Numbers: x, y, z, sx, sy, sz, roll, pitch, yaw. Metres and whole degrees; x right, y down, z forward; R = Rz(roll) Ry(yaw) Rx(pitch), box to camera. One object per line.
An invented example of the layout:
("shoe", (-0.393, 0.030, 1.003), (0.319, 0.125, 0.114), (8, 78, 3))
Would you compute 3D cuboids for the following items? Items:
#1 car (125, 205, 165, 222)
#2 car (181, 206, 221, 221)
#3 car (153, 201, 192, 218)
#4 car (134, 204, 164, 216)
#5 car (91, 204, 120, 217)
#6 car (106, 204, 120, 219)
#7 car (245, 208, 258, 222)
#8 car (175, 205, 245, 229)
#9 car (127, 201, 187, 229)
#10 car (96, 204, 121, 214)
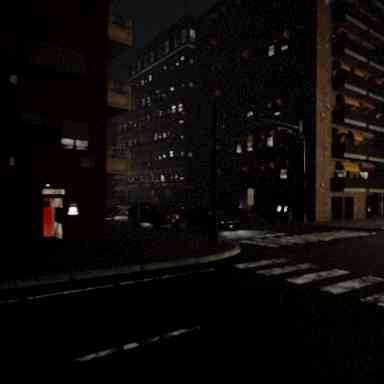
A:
("car", (-4.701, 2.053, 32.624), (1.837, 1.490, 4.892), (1, -1, -37))
("car", (0.890, 2.166, 34.998), (1.947, 1.339, 4.313), (0, -1, -36))
("car", (-2.420, 1.985, 39.479), (2.192, 1.841, 5.009), (0, -1, -36))
("car", (-5.726, 2.290, 43.955), (2.008, 1.369, 4.403), (0, -1, -36))
("car", (-10.620, 2.237, 40.643), (1.994, 1.385, 4.181), (1, -1, -37))
("car", (-9.393, 2.119, 34.367), (2.008, 1.369, 4.403), (0, -1, -36))
("car", (4.198, 2.113, 30.519), (1.802, 1.307, 4.206), (0, -1, -36))
("car", (1.190, 1.973, 24.707), (2.033, 1.411, 5.357), (1, -1, -34))
("car", (-2.780, 1.745, 25.413), (2.192, 1.841, 5.009), (0, -1, -36))
("car", (-12.168, 2.398, 48.117), (1.895, 1.301, 4.718), (1, -1, -36))
